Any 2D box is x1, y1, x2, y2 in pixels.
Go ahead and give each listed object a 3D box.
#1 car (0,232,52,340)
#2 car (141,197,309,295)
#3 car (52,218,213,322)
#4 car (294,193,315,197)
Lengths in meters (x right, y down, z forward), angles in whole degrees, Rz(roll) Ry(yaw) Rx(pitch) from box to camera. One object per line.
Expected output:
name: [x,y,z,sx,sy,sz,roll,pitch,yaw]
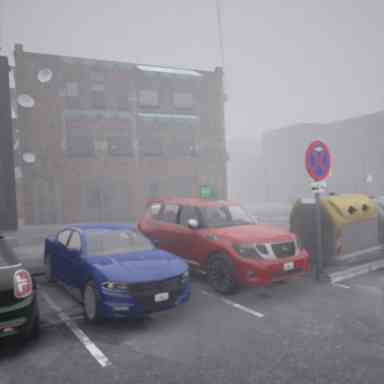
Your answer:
car: [-4.244,1.357,5.936,2.185,1.767,4.553,1,0,-36]
car: [0.443,1.227,9.307,2.435,2.045,5.566,0,0,-36]
car: [-1.968,1.492,7.616,2.097,1.535,5.008,0,0,-36]
car: [13.327,0.907,39.835,1.882,1.535,5.008,-3,0,-23]
